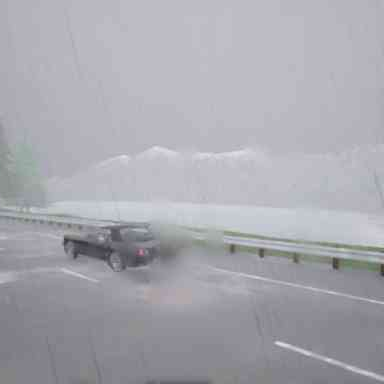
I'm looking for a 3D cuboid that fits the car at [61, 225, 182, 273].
[{"bbox_3d":[-2.611,1.772,11.412,4.718,1.301,1.895,0,-1,43],"label":"car"}]
